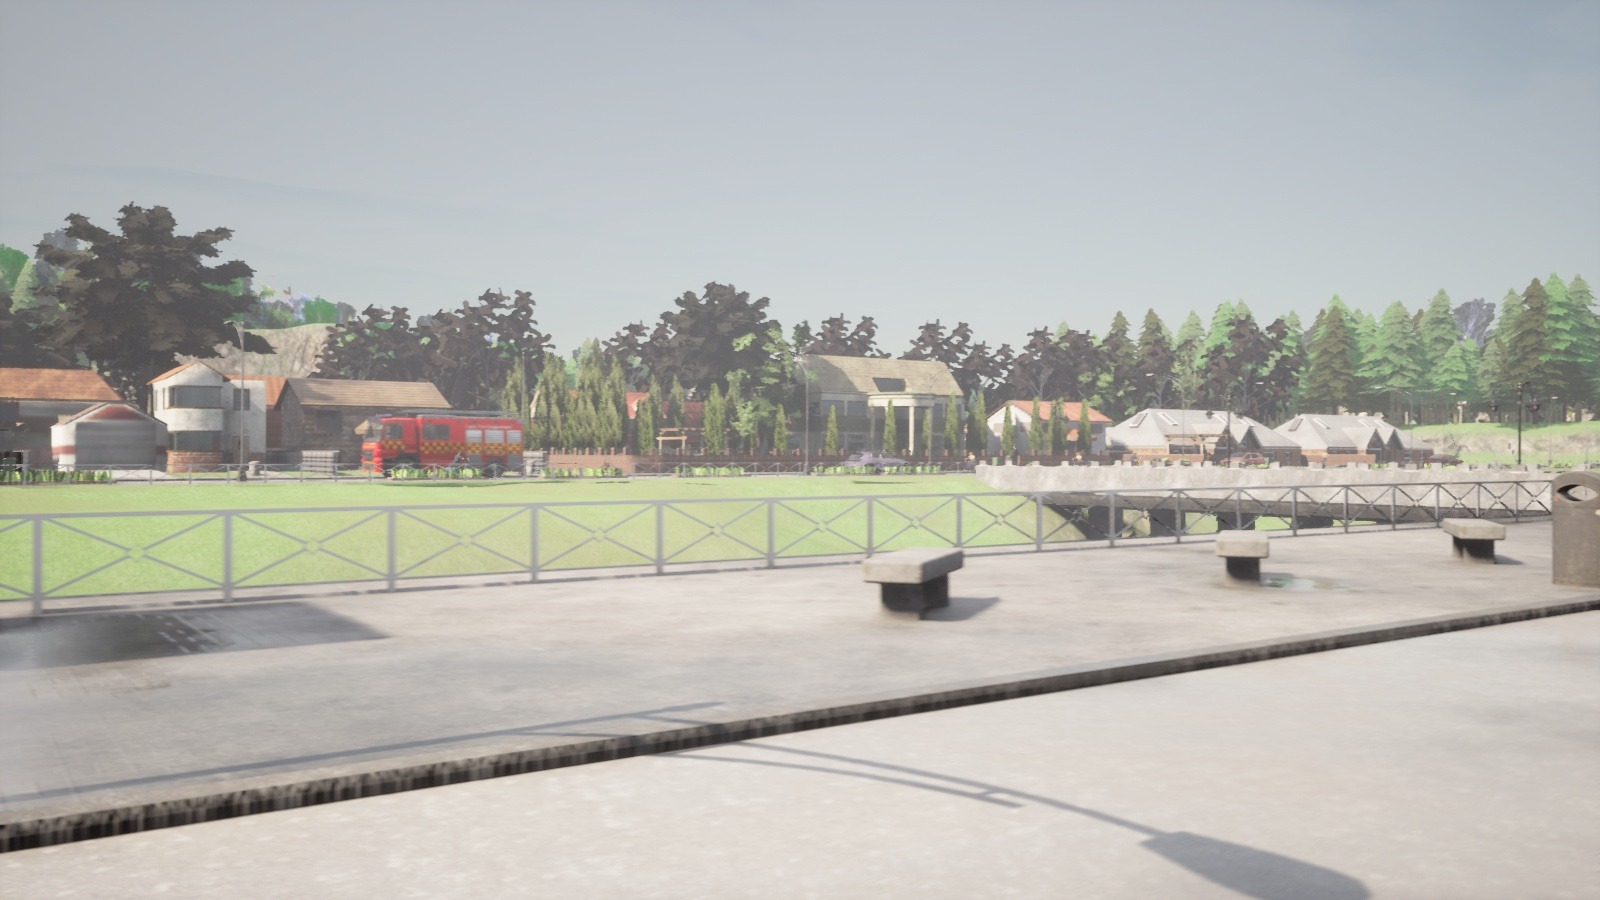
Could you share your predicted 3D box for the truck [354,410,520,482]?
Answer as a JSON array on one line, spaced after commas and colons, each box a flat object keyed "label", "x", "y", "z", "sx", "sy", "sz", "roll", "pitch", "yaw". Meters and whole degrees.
[{"label": "truck", "x": -20.229, "y": -0.205, "z": 70.237, "sx": 8.468, "sy": 3.827, "sz": 2.891, "roll": 0, "pitch": 0, "yaw": -35}]

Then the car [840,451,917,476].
[{"label": "car", "x": 5.200, "y": 0.867, "z": 83.052, "sx": 4.856, "sy": 1.649, "sz": 2.033, "roll": 0, "pitch": 0, "yaw": -35}]
